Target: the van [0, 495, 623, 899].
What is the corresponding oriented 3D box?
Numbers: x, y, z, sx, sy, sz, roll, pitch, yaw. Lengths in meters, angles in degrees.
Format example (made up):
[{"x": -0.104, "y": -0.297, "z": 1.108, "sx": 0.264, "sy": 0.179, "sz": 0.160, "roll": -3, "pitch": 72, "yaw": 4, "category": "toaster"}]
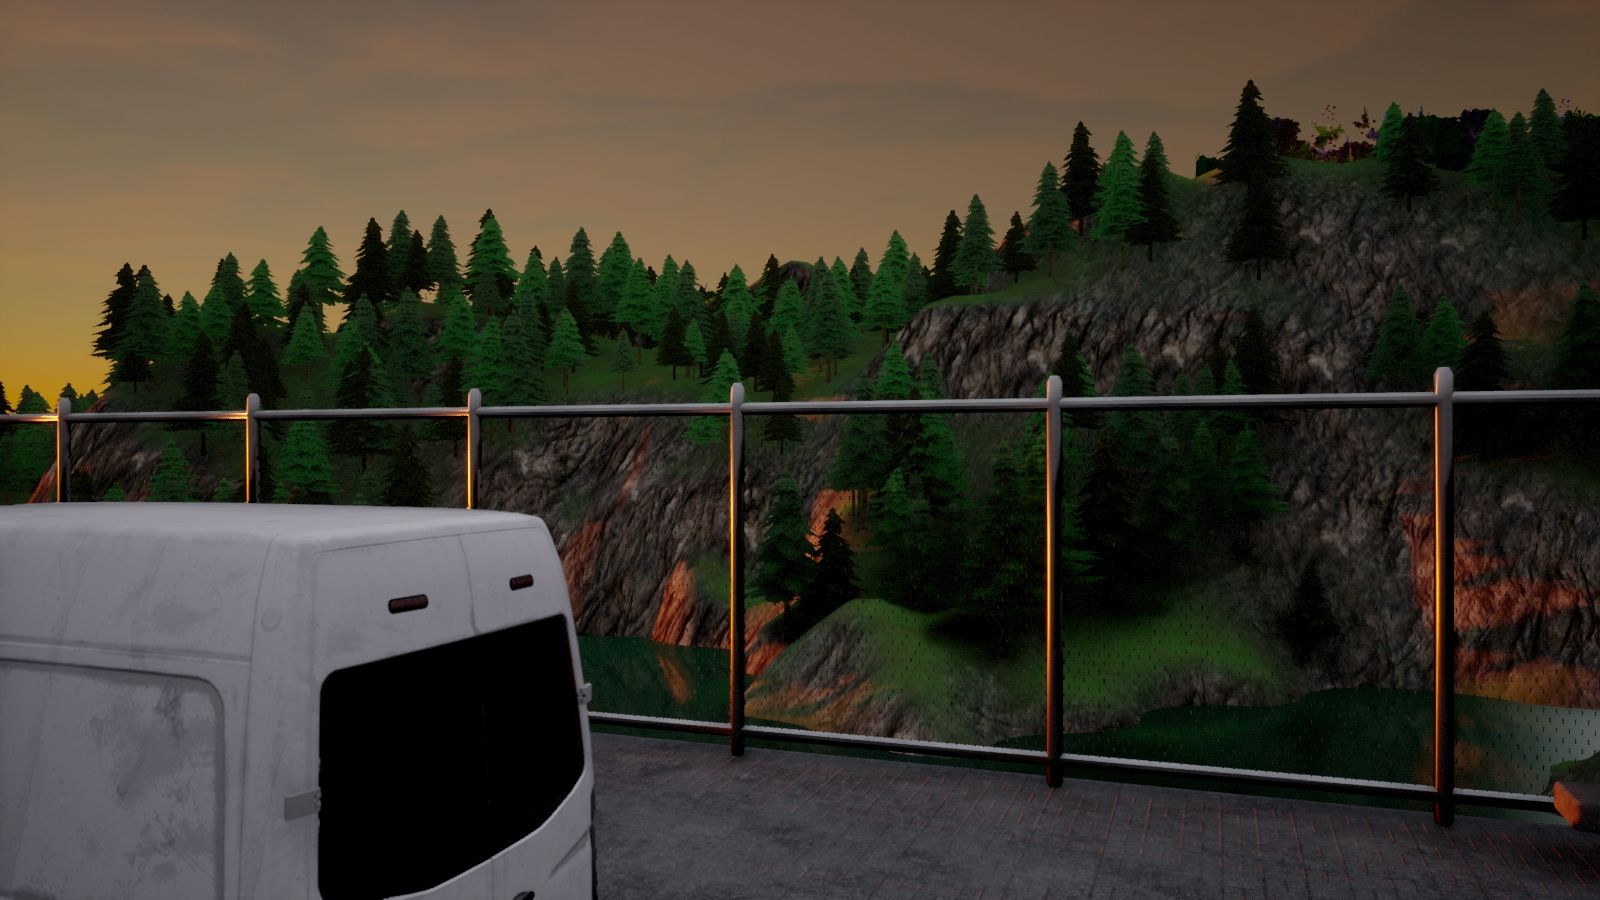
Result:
[{"x": -3.922, "y": 1.537, "z": 5.256, "sx": 5.915, "sy": 2.561, "sz": 1.988, "roll": 0, "pitch": 0, "yaw": 20, "category": "van"}]
